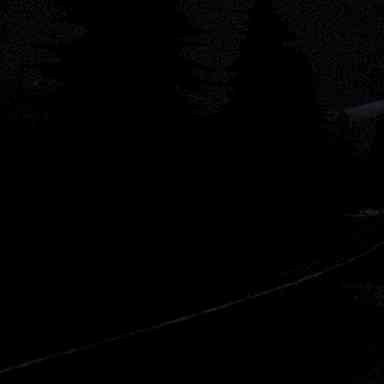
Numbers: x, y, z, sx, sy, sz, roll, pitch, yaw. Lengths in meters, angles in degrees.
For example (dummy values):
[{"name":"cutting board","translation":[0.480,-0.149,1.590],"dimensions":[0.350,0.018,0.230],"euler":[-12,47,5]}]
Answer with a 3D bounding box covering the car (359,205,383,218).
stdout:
[{"name":"car","translation":[19.108,1.934,33.755],"dimensions":[1.895,1.301,4.718],"euler":[0,-1,-6]}]
